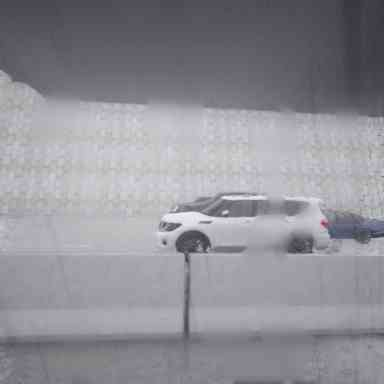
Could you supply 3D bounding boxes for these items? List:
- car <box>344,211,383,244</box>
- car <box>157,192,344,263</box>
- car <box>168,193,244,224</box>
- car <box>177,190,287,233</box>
[{"bbox_3d":[5.980,1.484,14.981,5.357,1.411,2.033,1,1,-7],"label":"car"},{"bbox_3d":[1.654,1.097,10.948,5.566,2.045,2.150,1,1,-7],"label":"car"},{"bbox_3d":[0.831,1.055,21.423,4.553,1.767,2.097,1,1,-7],"label":"car"},{"bbox_3d":[2.042,1.006,18.039,5.566,2.045,2.150,1,1,-7],"label":"car"}]
